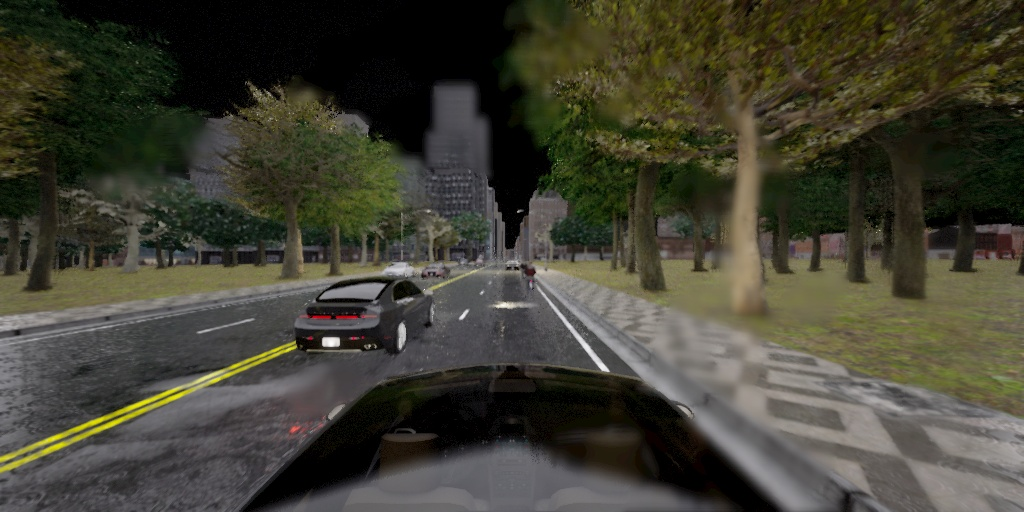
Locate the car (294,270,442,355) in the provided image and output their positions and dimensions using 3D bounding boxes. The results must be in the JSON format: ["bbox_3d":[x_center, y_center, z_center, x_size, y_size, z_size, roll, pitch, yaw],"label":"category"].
[{"bbox_3d":[-3.150,1.250,8.661,1.837,1.490,4.892,0,0,0],"label":"car"}]

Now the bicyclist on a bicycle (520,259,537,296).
[{"bbox_3d":[0.895,1.112,17.523,0.659,1.776,1.843,0,0,0],"label":"bicyclist on a bicycle"}]

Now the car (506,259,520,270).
[{"bbox_3d":[0.101,1.366,51.192,1.895,1.301,4.718,0,0,0],"label":"car"}]

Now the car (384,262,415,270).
[{"bbox_3d":[-9.842,1.269,31.350,1.812,1.442,4.674,0,0,0],"label":"car"}]

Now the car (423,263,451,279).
[{"bbox_3d":[-6.592,1.307,31.445,1.994,1.385,4.181,0,0,0],"label":"car"}]

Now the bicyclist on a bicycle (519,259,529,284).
[{"bbox_3d":[0.895,1.111,26.734,0.659,1.776,1.843,0,0,0],"label":"bicyclist on a bicycle"}]
